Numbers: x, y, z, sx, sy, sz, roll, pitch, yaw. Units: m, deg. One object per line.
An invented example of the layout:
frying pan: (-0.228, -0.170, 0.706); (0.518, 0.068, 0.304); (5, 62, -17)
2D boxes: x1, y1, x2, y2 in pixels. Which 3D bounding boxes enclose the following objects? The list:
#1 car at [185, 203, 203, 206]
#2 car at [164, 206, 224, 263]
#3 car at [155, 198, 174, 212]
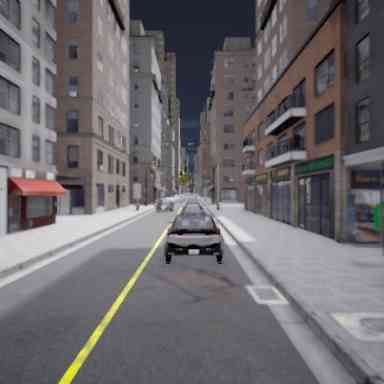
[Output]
car: (0.072, 1.567, 27.068); (1.994, 1.385, 4.181); (0, 0, 0)
car: (0.071, 1.492, 11.935); (2.128, 1.511, 4.902); (0, 0, 0)
car: (-3.068, 1.501, 38.278); (2.128, 1.511, 4.902); (0, 0, 0)
